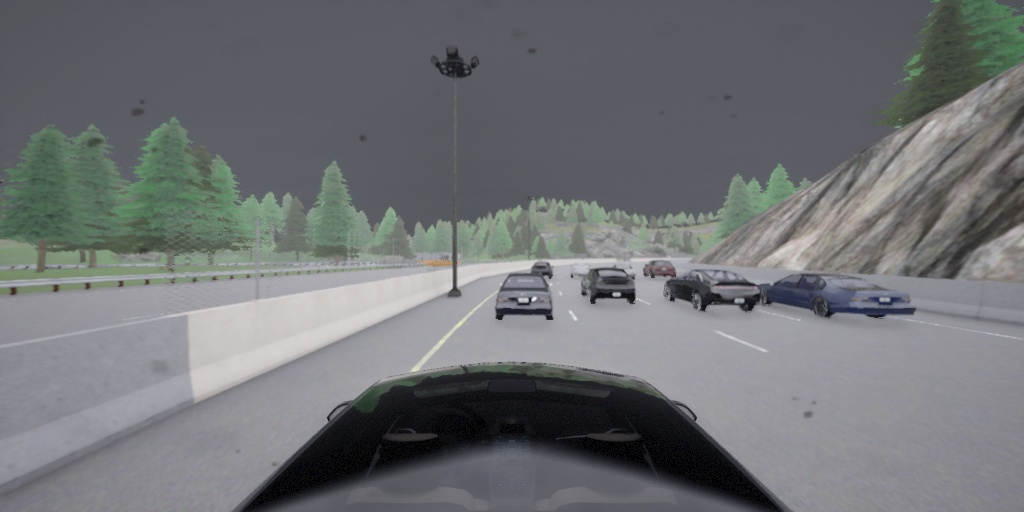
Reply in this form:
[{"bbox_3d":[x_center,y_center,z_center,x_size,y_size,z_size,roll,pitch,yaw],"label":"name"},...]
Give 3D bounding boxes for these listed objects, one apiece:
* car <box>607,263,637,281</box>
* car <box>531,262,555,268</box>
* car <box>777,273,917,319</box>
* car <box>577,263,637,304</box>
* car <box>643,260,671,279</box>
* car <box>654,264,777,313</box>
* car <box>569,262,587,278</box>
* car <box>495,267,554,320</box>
[{"bbox_3d":[9.685,1.368,31.801,1.895,1.301,4.718,0,0,9],"label":"car"},{"bbox_3d":[2.824,1.260,33.085,1.837,1.490,4.892,0,0,9],"label":"car"},{"bbox_3d":[11.005,1.317,12.933,2.033,1.411,5.357,0,0,4],"label":"car"},{"bbox_3d":[4.285,1.263,16.463,1.837,1.490,4.892,0,0,4],"label":"car"},{"bbox_3d":[13.461,1.126,32.972,2.097,1.767,4.553,0,0,10],"label":"car"},{"bbox_3d":[7.625,1.256,14.173,2.128,1.511,4.902,0,0,4],"label":"car"},{"bbox_3d":[6.568,1.288,34.264,1.812,1.442,4.674,0,0,10],"label":"car"},{"bbox_3d":[0.478,1.298,12.703,2.033,1.411,5.357,0,0,3],"label":"car"}]
